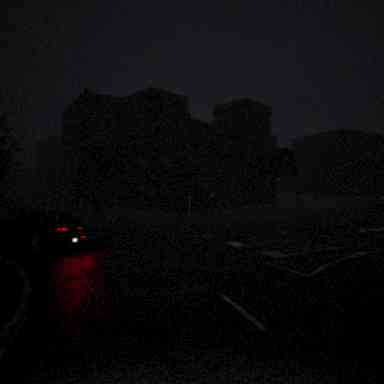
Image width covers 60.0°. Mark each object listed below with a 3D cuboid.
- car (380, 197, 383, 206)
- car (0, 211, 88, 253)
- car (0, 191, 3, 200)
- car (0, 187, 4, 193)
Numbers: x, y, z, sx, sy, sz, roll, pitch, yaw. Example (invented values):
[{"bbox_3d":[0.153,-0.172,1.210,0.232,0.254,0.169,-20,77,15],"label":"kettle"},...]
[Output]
[{"bbox_3d":[19.234,0.702,29.265,4.674,1.452,2.002,-3,1,43],"label":"car"},{"bbox_3d":[-6.516,1.557,13.990,4.892,1.490,1.837,1,-3,32],"label":"car"},{"bbox_3d":[-30.152,0.970,47.455,4.892,1.521,2.231,1,1,-32],"label":"car"},{"bbox_3d":[-34.433,0.540,54.506,5.566,2.045,2.435,1,1,-31],"label":"car"}]
